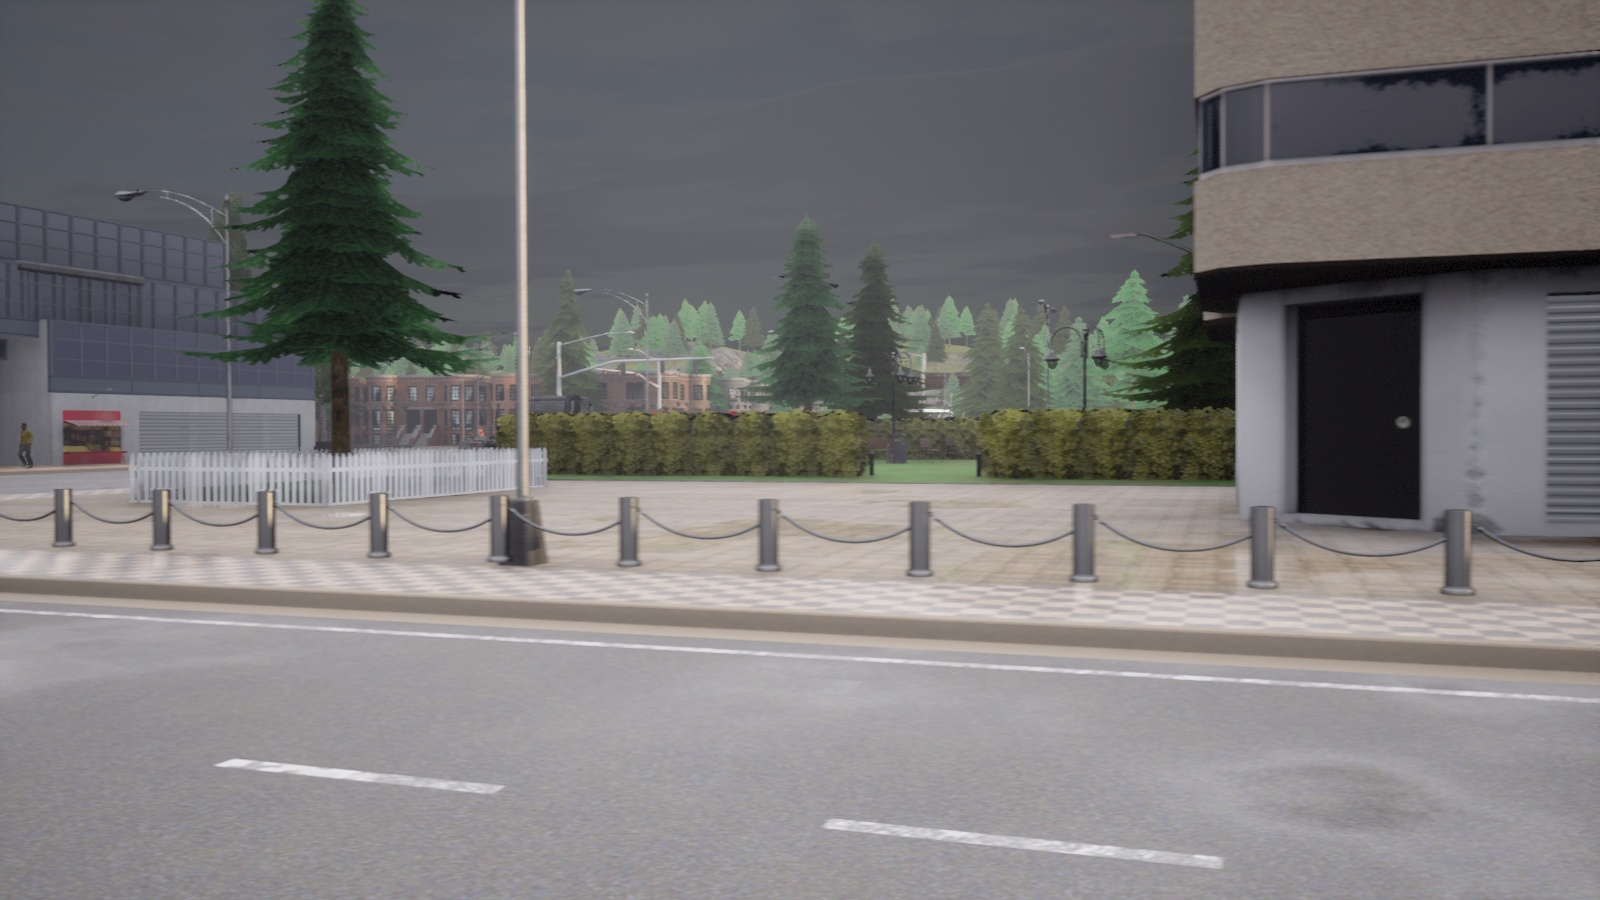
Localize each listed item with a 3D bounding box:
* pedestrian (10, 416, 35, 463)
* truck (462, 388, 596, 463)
[{"bbox_3d":[-30.478,-0.418,49.251,0.431,1.840,0.709,1,1,18],"label":"pedestrian"},{"bbox_3d":[-13.356,-1.210,62.711,2.891,3.462,7.936,1,1,19],"label":"truck"}]
